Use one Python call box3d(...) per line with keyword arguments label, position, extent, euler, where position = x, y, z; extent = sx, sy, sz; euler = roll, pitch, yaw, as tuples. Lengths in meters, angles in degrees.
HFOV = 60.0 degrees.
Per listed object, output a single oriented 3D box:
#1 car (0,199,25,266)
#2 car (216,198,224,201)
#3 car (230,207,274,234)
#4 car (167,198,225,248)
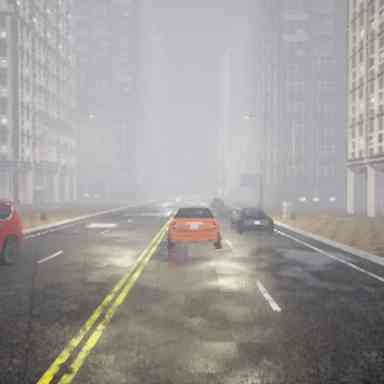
box3d(label="car", position=(-6.554, 1.218, 8.578), extent=(2.150, 2.045, 5.566), euler=(0, 0, 1))
box3d(label="car", position=(3.351, 1.480, 44.745), extent=(1.812, 1.442, 4.674), euler=(0, 0, 0))
box3d(label="car", position=(3.350, 1.549, 19.127), extent=(1.994, 1.385, 4.181), euler=(0, 0, 0))
box3d(label="car", position=(0.091, 1.341, 14.757), extent=(2.097, 1.767, 4.553), euler=(0, 0, 0))
